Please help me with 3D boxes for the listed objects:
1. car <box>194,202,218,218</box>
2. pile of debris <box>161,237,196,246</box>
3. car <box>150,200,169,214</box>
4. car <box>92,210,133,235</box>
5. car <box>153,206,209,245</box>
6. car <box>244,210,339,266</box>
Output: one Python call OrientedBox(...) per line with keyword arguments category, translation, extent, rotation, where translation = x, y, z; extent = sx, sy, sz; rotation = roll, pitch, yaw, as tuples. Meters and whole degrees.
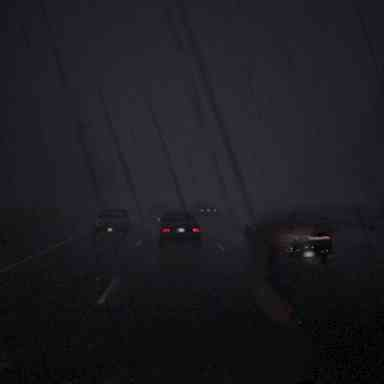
OrientedBox(category="car", translation=(1.041, 1.669, 31.286), extent=(2.033, 1.411, 5.357), rotation=(0, 0, -9))
OrientedBox(category="pile of debris", translation=(-0.633, 2.236, 15.183), extent=(1.500, 0.140, 1.860), rotation=(0, 0, -5))
OrientedBox(category="car", translation=(-3.677, 1.630, 37.787), extent=(1.882, 1.535, 5.008), rotation=(0, 0, -11))
OrientedBox(category="car", translation=(-4.521, 1.683, 19.623), extent=(1.895, 1.301, 4.718), rotation=(0, 0, -6))
OrientedBox(category="car", translation=(-0.661, 1.611, 15.955), extent=(2.033, 1.411, 5.357), rotation=(0, 0, -5))
OrientedBox(category="car", translation=(3.122, 1.534, 11.719), extent=(2.128, 1.511, 4.902), rotation=(0, 0, -3))
